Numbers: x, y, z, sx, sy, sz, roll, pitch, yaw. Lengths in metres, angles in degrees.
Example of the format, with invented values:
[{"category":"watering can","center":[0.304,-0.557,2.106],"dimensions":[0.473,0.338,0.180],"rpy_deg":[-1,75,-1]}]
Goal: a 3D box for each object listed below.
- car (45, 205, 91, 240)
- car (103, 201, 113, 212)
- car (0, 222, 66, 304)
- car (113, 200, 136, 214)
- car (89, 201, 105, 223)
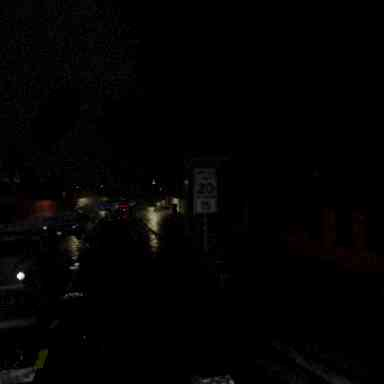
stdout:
[{"category":"car","center":[-6.837,1.707,18.157],"dimensions":[1.812,1.442,4.674],"rpy_deg":[-1,0,-12]},{"category":"car","center":[-11.335,1.858,43.447],"dimensions":[1.882,1.535,5.008],"rpy_deg":[-1,0,-8]},{"category":"car","center":[-4.504,1.713,8.260],"dimensions":[1.895,1.301,4.718],"rpy_deg":[-1,0,-14]},{"category":"car","center":[-7.977,1.775,39.868],"dimensions":[1.837,1.490,4.892],"rpy_deg":[-1,0,-8]},{"category":"car","center":[-8.908,1.794,28.289],"dimensions":[2.033,1.411,5.357],"rpy_deg":[-1,0,-10]}]
